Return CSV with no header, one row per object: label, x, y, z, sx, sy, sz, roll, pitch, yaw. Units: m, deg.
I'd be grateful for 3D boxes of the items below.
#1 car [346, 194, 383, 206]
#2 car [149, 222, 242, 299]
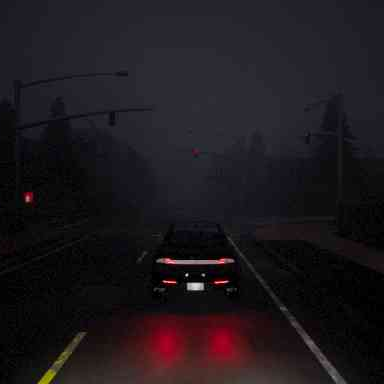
car,15.876,1.202,28.946,5.566,2.045,2.150,0,0,-8
car,0.082,1.492,8.423,2.128,1.511,4.902,0,0,0
